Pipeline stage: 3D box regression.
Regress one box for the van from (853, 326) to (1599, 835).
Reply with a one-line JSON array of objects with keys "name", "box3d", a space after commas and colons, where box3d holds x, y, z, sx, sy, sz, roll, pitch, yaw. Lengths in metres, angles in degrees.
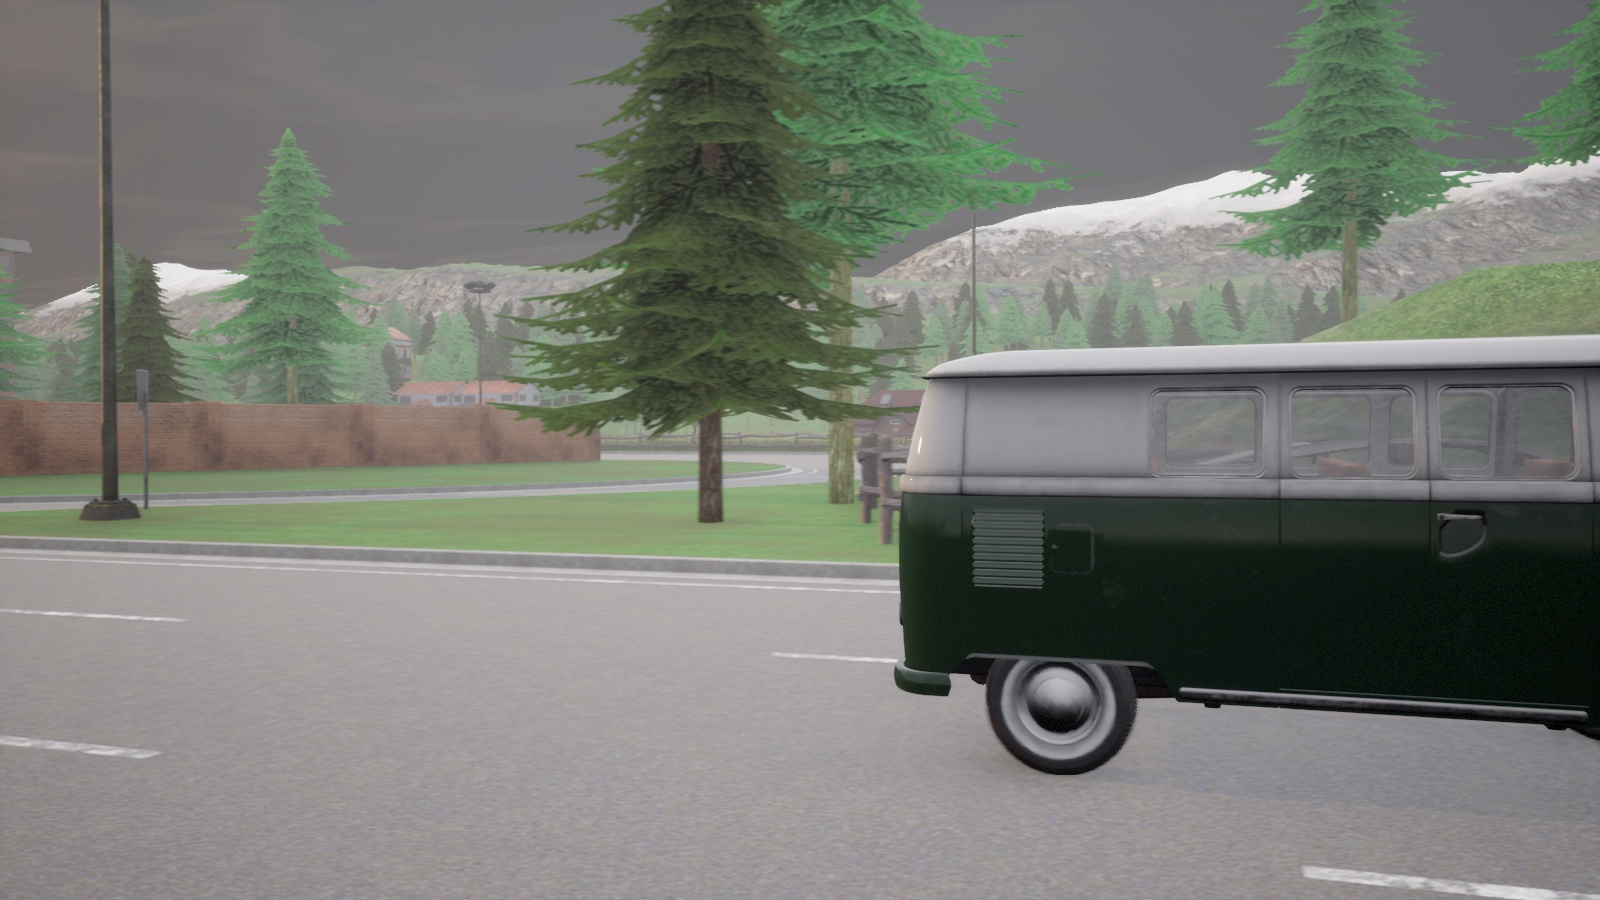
[{"name": "van", "box3d": [2.642, 0.493, 5.993, 4.442, 1.987, 1.775, 1, 1, 19]}]
